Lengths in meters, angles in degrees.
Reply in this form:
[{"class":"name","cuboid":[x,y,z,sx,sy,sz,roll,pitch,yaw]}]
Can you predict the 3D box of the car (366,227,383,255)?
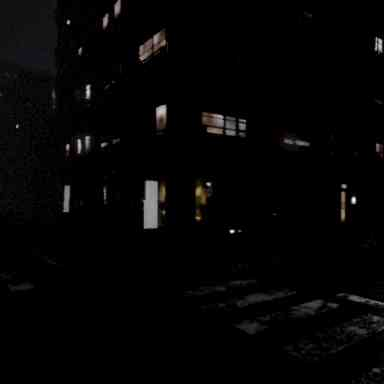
[{"class":"car","cuboid":[8.214,1.655,12.421,4.403,1.369,2.008,1,0,-36]}]
